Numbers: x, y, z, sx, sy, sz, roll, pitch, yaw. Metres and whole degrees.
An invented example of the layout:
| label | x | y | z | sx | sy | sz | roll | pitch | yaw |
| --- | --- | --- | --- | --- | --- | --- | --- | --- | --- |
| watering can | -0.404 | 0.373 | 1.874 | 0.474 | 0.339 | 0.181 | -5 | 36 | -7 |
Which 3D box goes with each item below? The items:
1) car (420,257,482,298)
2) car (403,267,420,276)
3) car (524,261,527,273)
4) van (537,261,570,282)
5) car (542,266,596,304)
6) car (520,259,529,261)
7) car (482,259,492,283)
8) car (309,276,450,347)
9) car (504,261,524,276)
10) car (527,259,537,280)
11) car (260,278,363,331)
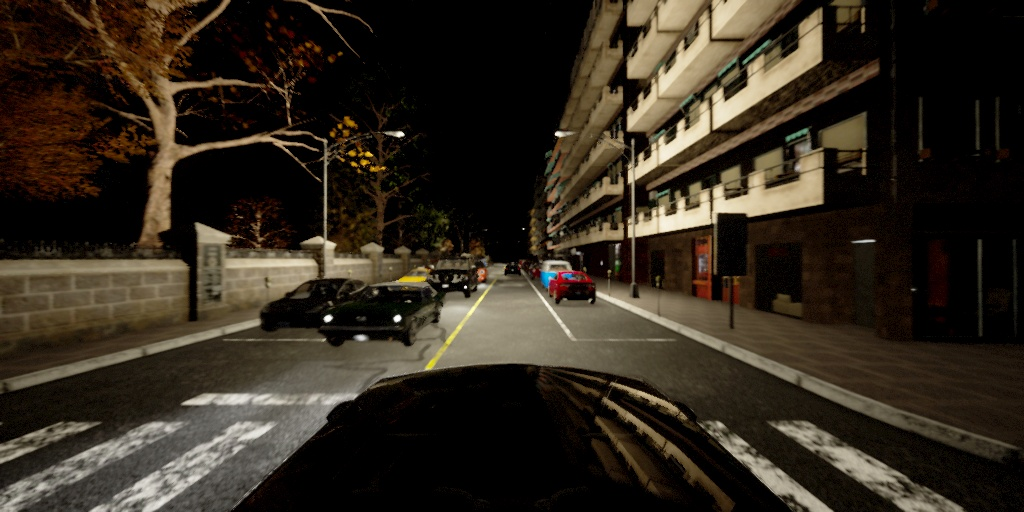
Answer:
| label | x | y | z | sx | sy | sz | roll | pitch | yaw |
| --- | --- | --- | --- | --- | --- | --- | --- | --- | --- |
| car | -3.103 | 1.065 | 19.617 | 2.150 | 2.045 | 5.566 | 0 | 0 | 0 |
| car | -5.696 | 1.384 | 22.214 | 1.751 | 1.417 | 4.829 | 0 | 0 | 0 |
| car | 2.678 | 1.507 | 39.276 | 2.007 | 1.370 | 4.403 | 0 | 0 | 0 |
| van | 2.685 | 1.199 | 22.386 | 1.690 | 1.789 | 3.998 | 0 | 0 | 0 |
| car | 2.686 | 1.373 | 16.755 | 1.888 | 1.381 | 4.507 | 0 | 0 | 0 |
| car | 2.676 | 1.340 | 50.536 | 2.192 | 1.841 | 5.009 | 0 | 0 | 0 |
| car | -3.100 | 1.252 | 29.766 | 2.097 | 1.767 | 4.553 | 0 | 0 | 0 |
| car | -3.103 | 1.391 | 9.596 | 1.895 | 1.301 | 4.718 | 0 | 0 | 0 |
| car | 0.084 | 1.534 | 41.468 | 1.994 | 1.385 | 4.181 | 0 | 0 | 0 |
| car | 2.681 | 1.363 | 33.646 | 1.967 | 1.591 | 4.097 | 0 | 0 | 0 |
| car | -5.693 | 1.364 | 11.123 | 1.948 | 1.339 | 4.313 | 0 | 0 | 0 |
